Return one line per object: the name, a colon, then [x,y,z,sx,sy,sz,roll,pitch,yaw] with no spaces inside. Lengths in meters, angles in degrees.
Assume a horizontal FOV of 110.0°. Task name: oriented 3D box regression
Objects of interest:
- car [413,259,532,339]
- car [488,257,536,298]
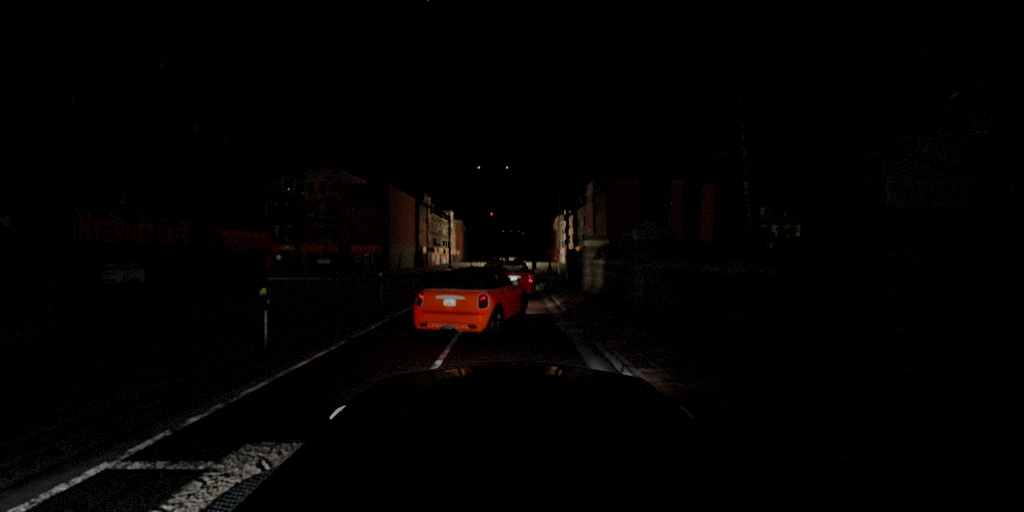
car: [-0.934,1.084,10.295,2.097,1.767,4.553,0,0,13]
car: [0.075,1.068,18.235,2.097,1.767,4.553,0,0,1]
